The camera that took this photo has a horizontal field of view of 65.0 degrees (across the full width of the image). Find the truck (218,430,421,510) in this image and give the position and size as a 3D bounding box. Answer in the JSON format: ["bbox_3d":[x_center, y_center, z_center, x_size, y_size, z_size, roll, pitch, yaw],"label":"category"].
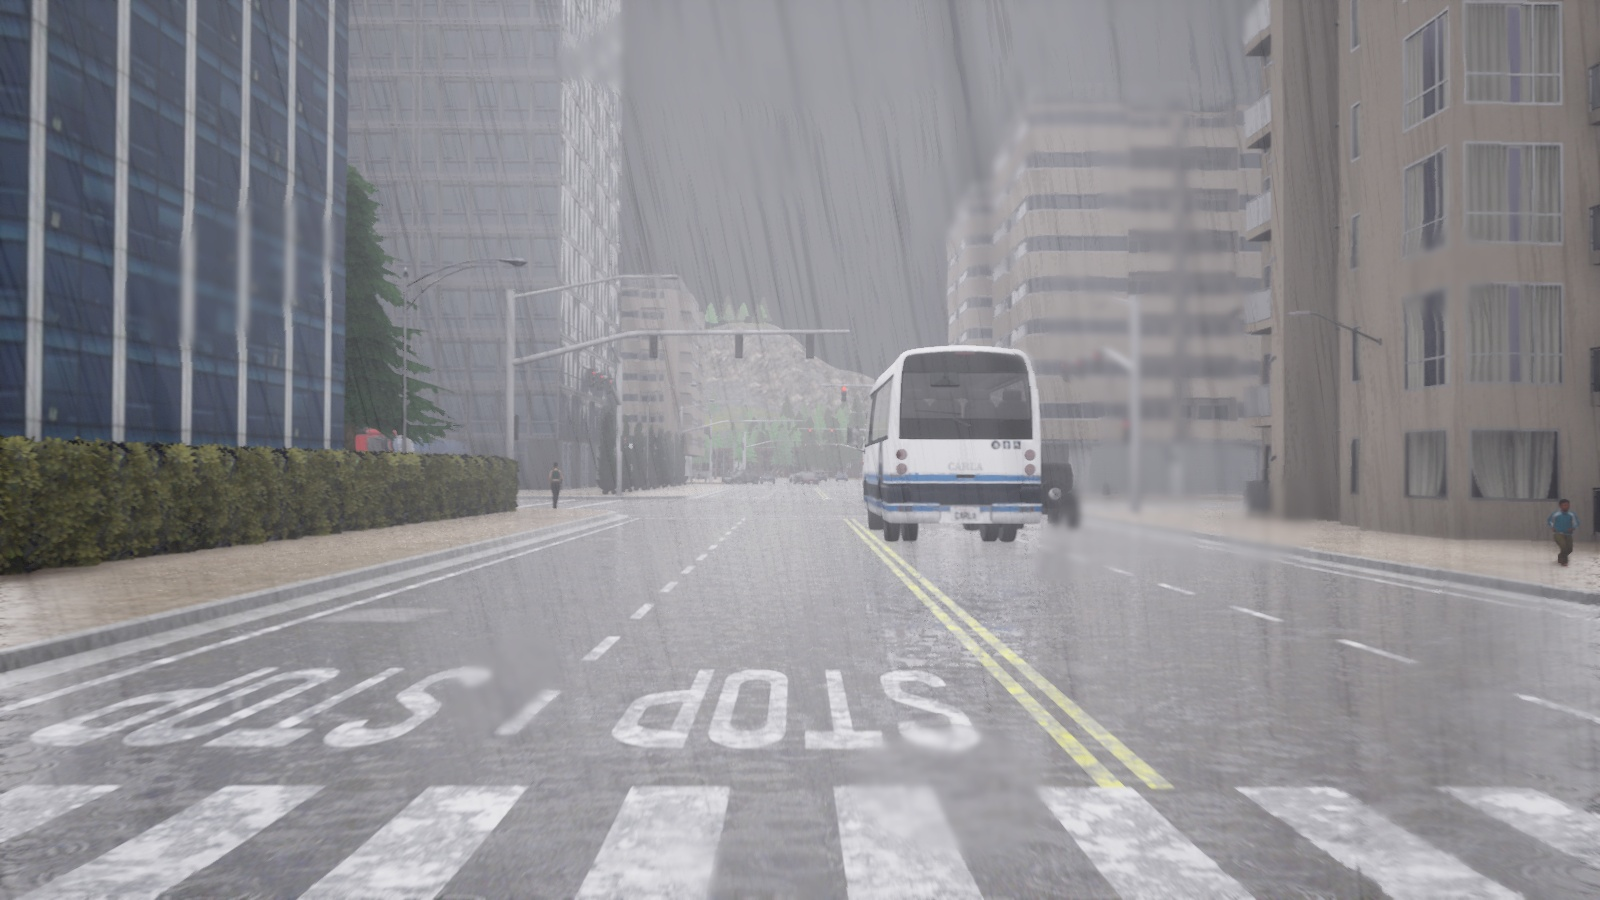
[{"bbox_3d":[-21.357,0.884,56.133,7.936,3.462,2.891,0,-1,-1],"label":"truck"}]

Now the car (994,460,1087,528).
[{"bbox_3d":[6.915,1.236,36.462,1.905,1.878,3.866,0,-1,0],"label":"car"}]

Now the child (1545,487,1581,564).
[{"bbox_3d":[12.056,1.186,19.843,0.343,1.192,0.448,0,-1,11],"label":"child"}]

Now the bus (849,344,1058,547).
[{"bbox_3d":[3.421,-0.005,31.518,3.944,4.253,10.273,0,-1,0],"label":"bus"}]

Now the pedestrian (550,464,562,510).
[{"bbox_3d":[-9.603,1.453,49.495,0.345,1.836,0.594,0,-1,1],"label":"pedestrian"}]
